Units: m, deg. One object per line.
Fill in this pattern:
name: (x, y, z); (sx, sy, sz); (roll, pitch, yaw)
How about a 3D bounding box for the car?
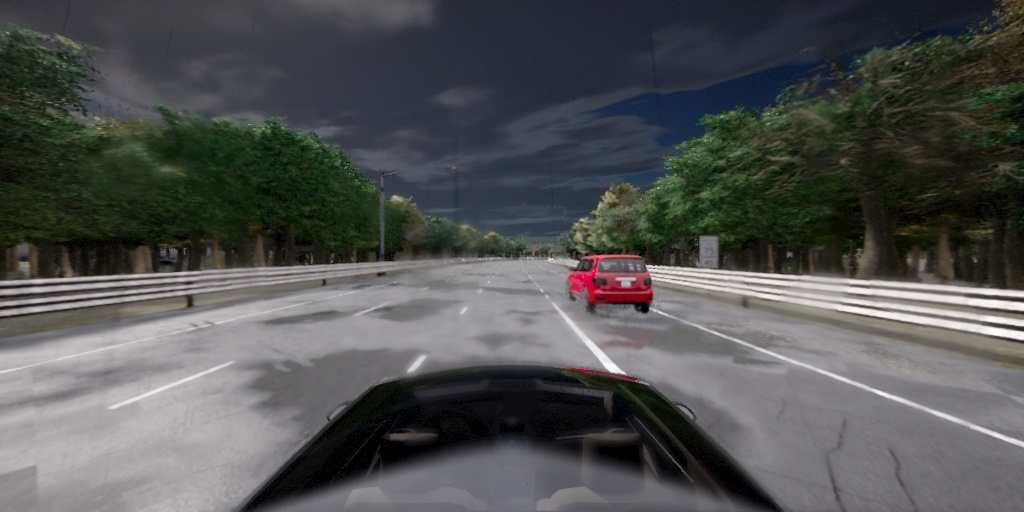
car: (3.578, 0.983, 14.023); (2.150, 2.045, 5.566); (0, 0, -1)
